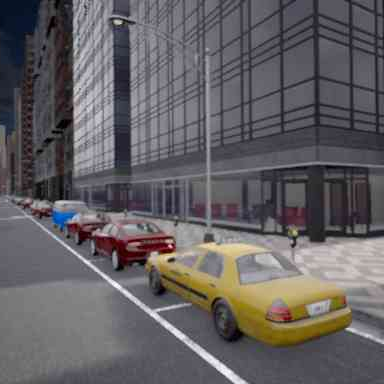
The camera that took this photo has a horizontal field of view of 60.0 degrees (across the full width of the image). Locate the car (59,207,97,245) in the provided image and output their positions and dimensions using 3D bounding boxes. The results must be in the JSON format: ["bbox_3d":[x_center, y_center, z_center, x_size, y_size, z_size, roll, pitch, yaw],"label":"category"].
[{"bbox_3d":[-4.937,1.627,16.060,1.887,1.381,4.507,0,0,-30],"label":"car"}]

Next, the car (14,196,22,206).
[{"bbox_3d":[-32.847,1.994,64.633,1.947,1.339,4.313,0,0,-30],"label":"car"}]

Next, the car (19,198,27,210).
[{"bbox_3d":[-24.474,1.868,50.061,1.887,1.381,4.507,0,0,-30],"label":"car"}]

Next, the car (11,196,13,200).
[{"bbox_3d":[-41.221,1.977,79.205,1.967,1.590,4.097,0,0,-30],"label":"car"}]

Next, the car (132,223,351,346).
[{"bbox_3d":[0.560,1.540,6.493,1.752,1.417,4.829,0,0,-30],"label":"car"}]

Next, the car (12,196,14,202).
[{"bbox_3d":[-38.429,2.051,74.347,2.008,1.369,4.403,0,0,-30],"label":"car"}]

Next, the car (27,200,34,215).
[{"bbox_3d":[-16.101,1.659,35.490,1.967,1.590,4.097,0,0,-30],"label":"car"}]

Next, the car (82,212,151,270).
[{"bbox_3d":[-2.146,1.592,11.203,1.887,1.381,4.507,0,0,-30],"label":"car"}]

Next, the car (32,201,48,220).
[{"bbox_3d":[-13.310,1.730,30.632,1.887,1.381,4.507,0,0,-30],"label":"car"}]

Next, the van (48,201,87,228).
[{"bbox_3d":[-7.729,1.457,20.918,1.690,1.788,3.998,0,0,-30],"label":"van"}]

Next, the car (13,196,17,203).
[{"bbox_3d":[-35.638,2.030,69.490,1.947,1.339,4.313,0,0,-30],"label":"car"}]
